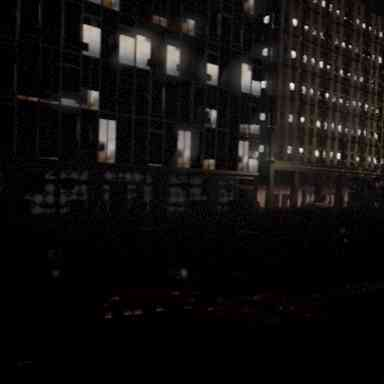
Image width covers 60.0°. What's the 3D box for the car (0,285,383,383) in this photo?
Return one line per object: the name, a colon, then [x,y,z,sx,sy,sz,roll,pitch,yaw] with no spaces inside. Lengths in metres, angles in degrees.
car: [-0.536,1.450,2.201,4.507,1.381,1.887,1,2,-33]
